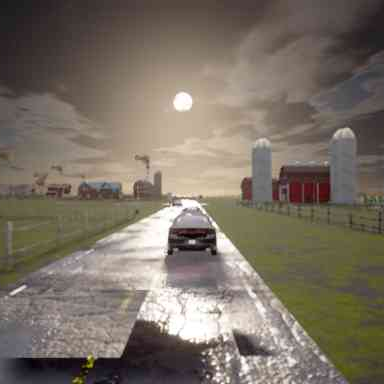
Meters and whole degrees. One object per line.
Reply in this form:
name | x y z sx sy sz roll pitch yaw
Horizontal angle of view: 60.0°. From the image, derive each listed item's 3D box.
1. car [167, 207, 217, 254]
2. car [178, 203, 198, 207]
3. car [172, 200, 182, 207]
car | 0.022 1.633 14.257 1.882 1.535 5.008 0 0 0
car | 0.014 1.876 28.497 1.994 1.385 4.181 0 -1 0
car | -2.786 2.235 64.369 1.812 1.442 4.674 0 -1 1
